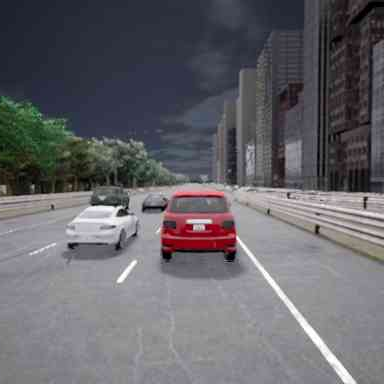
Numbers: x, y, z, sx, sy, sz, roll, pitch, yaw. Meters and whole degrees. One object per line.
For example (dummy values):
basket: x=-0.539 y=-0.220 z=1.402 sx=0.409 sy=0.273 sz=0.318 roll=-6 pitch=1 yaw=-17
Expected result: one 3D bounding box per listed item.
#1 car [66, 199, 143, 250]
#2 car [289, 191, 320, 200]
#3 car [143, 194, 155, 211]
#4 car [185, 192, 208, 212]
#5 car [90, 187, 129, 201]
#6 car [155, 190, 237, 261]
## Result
car: x=-3.262 y=1.221 z=12.680 sx=1.812 sy=1.442 sz=4.674 roll=0 pitch=1 yaw=1
car: x=13.423 y=0.636 z=40.457 sx=2.128 sy=1.511 sz=4.902 roll=-1 pitch=2 yaw=-16
car: x=-3.120 y=0.887 z=28.821 sx=1.994 sy=1.385 sz=4.181 roll=0 pitch=1 yaw=1
car: x=0.385 y=0.784 z=29.638 sx=1.882 sy=1.535 sz=5.008 roll=0 pitch=1 yaw=1
car: x=-6.635 y=0.576 z=27.351 sx=2.150 sy=2.045 sz=5.566 roll=0 pitch=1 yaw=1
car: x=0.210 y=0.951 z=11.322 sx=2.150 sy=2.045 sz=5.566 roll=0 pitch=1 yaw=1
